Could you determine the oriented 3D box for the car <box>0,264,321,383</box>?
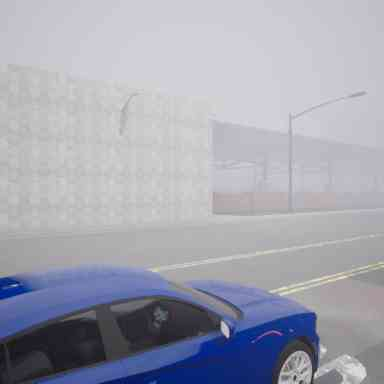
[{"bbox_3d":[-0.791,1.478,3.185,5.008,1.535,1.882,0,0,-36],"label":"car"}]
